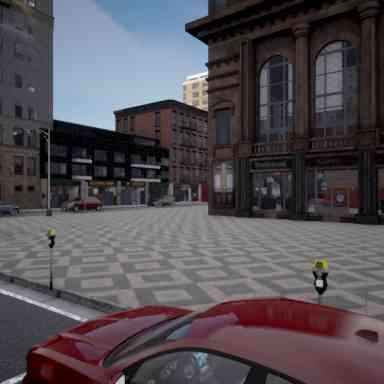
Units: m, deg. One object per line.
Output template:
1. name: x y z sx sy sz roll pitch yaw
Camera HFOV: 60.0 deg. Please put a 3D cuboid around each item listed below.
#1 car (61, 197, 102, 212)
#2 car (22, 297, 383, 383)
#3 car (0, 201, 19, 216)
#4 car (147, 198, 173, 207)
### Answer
1. car: -12.623 1.314 38.086 2.097 1.767 4.553 0 0 36
2. car: 0.485 1.545 2.500 4.507 1.381 1.887 0 0 35
3. car: -18.203 1.521 30.505 1.994 1.385 4.181 0 0 36
4. car: -4.701 1.535 48.844 1.994 1.385 4.181 0 0 36
